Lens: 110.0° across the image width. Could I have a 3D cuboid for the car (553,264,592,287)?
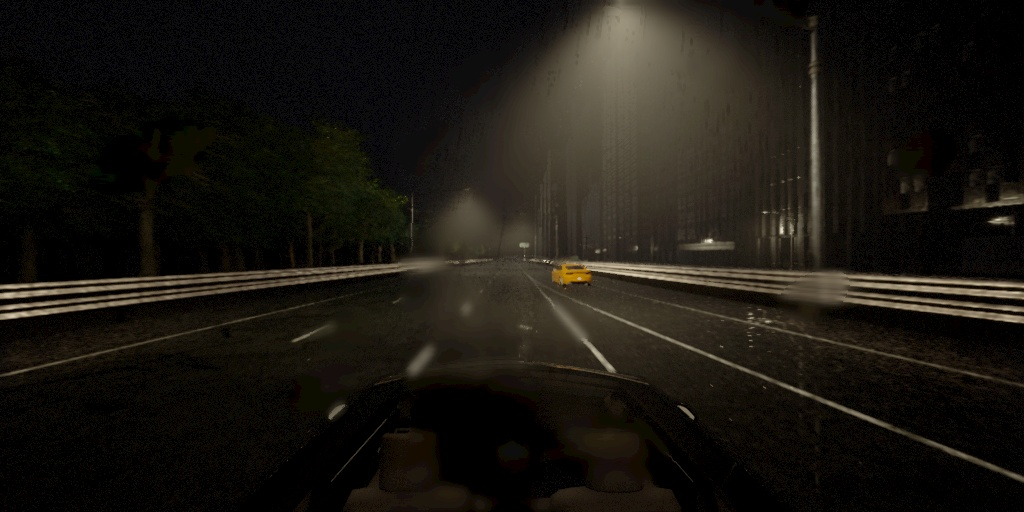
[{"bbox_3d":[4.096,1.279,24.963,1.882,1.535,5.008,0,0,-3],"label":"car"}]
